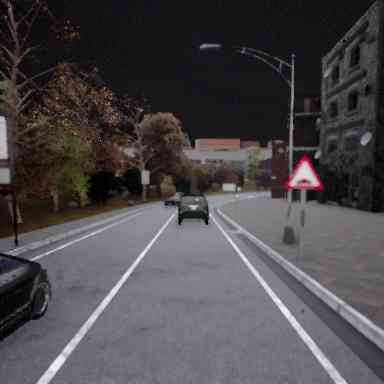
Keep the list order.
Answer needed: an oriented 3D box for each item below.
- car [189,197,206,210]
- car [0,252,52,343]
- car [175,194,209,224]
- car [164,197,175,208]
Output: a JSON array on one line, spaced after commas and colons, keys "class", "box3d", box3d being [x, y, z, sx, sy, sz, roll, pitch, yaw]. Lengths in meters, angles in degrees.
[{"class": "car", "box3d": [0.763, 1.430, 42.766, 1.812, 1.442, 4.674, 0, 0, 5]}, {"class": "car", "box3d": [-3.600, 1.555, 4.520, 1.994, 1.385, 4.181, 0, 0, 0]}, {"class": "car", "box3d": [0.099, 1.159, 24.565, 2.150, 2.045, 5.566, 0, 1, 0]}, {"class": "car", "box3d": [-2.592, 1.435, 46.035, 1.895, 1.301, 4.718, 1, 1, 7]}]
